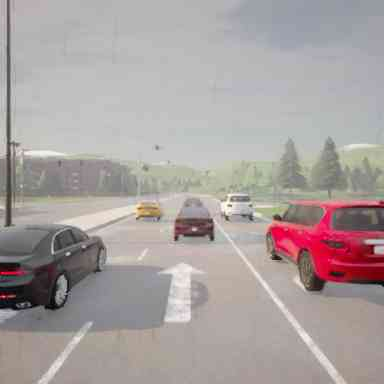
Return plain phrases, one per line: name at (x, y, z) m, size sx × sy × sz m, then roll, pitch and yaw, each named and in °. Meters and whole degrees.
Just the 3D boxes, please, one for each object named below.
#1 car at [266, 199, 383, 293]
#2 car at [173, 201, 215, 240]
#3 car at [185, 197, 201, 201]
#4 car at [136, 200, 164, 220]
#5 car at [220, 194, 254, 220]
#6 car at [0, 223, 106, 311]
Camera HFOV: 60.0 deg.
car at (3.604, 1.204, 9.005) m, size 2.150 × 2.045 × 5.566 m, roll 0°, pitch 0°, yaw 0°
car at (0.102, 1.449, 16.791) m, size 1.882 × 1.535 × 5.008 m, roll 0°, pitch 0°, yaw 0°
car at (0.104, 1.297, 32.201) m, size 2.097 × 1.767 × 4.553 m, roll 0°, pitch 0°, yaw 0°
car at (-3.397, 1.430, 27.470) m, size 1.882 × 1.535 × 5.008 m, roll 0°, pitch 0°, yaw 0°
car at (3.603, 1.174, 27.264) m, size 2.150 × 2.045 × 5.566 m, roll 0°, pitch 0°, yaw 0°
car at (-3.399, 1.491, 7.740) m, size 1.837 × 1.490 × 4.892 m, roll 0°, pitch 0°, yaw 0°
